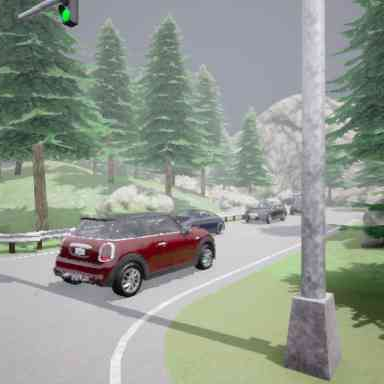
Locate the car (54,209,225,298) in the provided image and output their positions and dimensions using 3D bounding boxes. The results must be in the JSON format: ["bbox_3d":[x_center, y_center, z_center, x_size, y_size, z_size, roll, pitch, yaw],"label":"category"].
[{"bbox_3d":[-1.224,1.307,8.978,2.097,1.767,4.553,0,0,35],"label":"car"}]

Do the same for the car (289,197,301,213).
[{"bbox_3d":[11.264,1.520,33.746,1.837,1.490,4.892,0,0,28],"label":"car"}]

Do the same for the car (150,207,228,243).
[{"bbox_3d":[-0.018,1.579,17.037,1.994,1.385,4.181,0,0,35],"label":"car"}]

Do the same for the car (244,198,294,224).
[{"bbox_3d":[5.653,1.507,25.207,2.128,1.511,4.902,0,0,35],"label":"car"}]
